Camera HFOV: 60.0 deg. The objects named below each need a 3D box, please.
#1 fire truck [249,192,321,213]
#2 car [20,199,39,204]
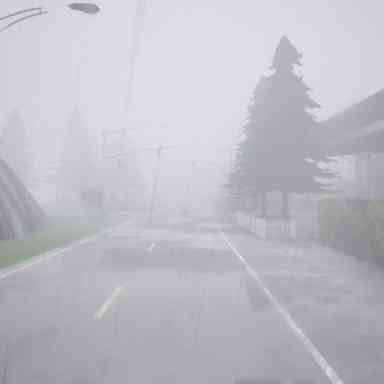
[{"bbox_3d":[10.761,0.442,39.648,8.468,3.827,2.891,0,-1,0],"label":"fire truck"},{"bbox_3d":[-33.709,2.145,69.154,1.882,1.535,5.008,0,-1,0],"label":"car"}]
